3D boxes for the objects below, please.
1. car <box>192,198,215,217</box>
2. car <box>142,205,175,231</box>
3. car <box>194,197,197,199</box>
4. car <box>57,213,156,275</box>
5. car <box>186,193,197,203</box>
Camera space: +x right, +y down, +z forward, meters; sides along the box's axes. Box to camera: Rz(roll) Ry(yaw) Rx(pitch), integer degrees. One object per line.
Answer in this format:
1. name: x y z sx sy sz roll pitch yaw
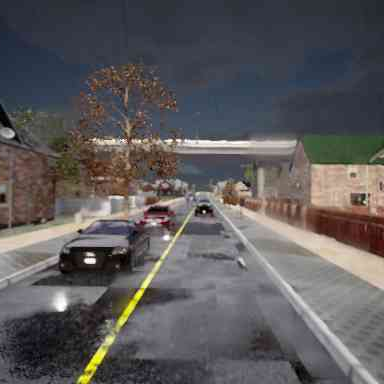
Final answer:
1. car: 1.206 1.632 32.540 1.812 1.442 4.674 1 0 3
2. car: -2.105 1.567 21.361 1.812 1.442 4.674 1 0 2
3. car: 1.660 1.687 45.264 2.033 1.411 5.357 1 0 3
4. car: -2.520 1.569 10.441 1.994 1.385 4.181 1 0 2
5. car: -0.099 1.254 72.832 2.150 2.045 5.566 1 0 2
